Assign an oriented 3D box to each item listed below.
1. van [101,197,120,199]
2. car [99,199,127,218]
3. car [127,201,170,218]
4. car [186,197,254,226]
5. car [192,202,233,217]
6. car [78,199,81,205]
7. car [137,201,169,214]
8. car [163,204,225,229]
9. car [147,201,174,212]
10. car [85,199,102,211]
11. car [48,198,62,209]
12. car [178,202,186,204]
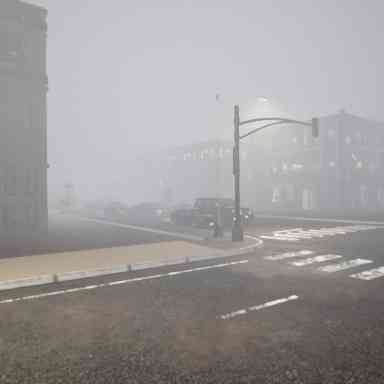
[{"bbox_3d":[-13.885,1.905,58.381,1.690,1.788,3.998,-1,0,-35],"label":"van"},{"bbox_3d":[-7.901,1.845,35.474,1.967,1.590,4.097,-1,0,-35],"label":"car"},{"bbox_3d":[-4.649,1.849,35.385,2.128,1.511,4.902,-1,0,-36],"label":"car"},{"bbox_3d":[2.238,1.442,25.676,2.150,2.045,5.566,-1,0,-35],"label":"car"},{"bbox_3d":[2.138,1.808,35.812,2.008,1.369,4.403,-2,0,-35],"label":"car"},{"bbox_3d":[-26.695,2.363,76.436,1.947,1.339,4.313,-1,0,-35],"label":"car"},{"bbox_3d":[-4.904,1.906,41.296,1.812,1.442,4.674,-1,0,-35],"label":"car"},{"bbox_3d":[0.035,1.814,24.088,1.947,1.339,4.313,-2,0,-35],"label":"car"},{"bbox_3d":[-4.268,1.964,44.840,1.802,1.307,4.206,-2,0,-35],"label":"car"},{"bbox_3d":[-14.113,2.140,48.803,1.895,1.301,4.718,-1,0,-35],"label":"car"},{"bbox_3d":[-23.819,2.232,57.904,1.752,1.417,4.829,-1,0,-35],"label":"car"},{"bbox_3d":[-1.065,1.902,40.327,1.802,1.307,4.206,-2,0,-35],"label":"car"}]
